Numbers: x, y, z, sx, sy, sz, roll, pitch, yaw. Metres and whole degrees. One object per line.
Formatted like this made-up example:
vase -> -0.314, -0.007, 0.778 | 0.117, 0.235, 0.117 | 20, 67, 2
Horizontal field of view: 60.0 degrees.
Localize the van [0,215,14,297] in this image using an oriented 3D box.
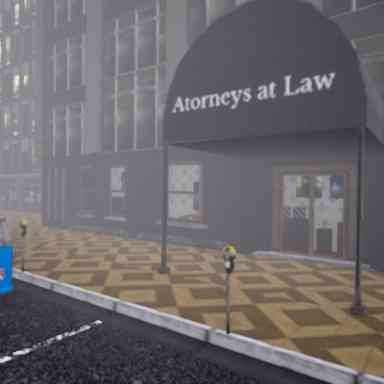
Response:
van -> -5.196, 1.202, 6.582 | 3.998, 1.788, 1.690 | 1, 1, 36
